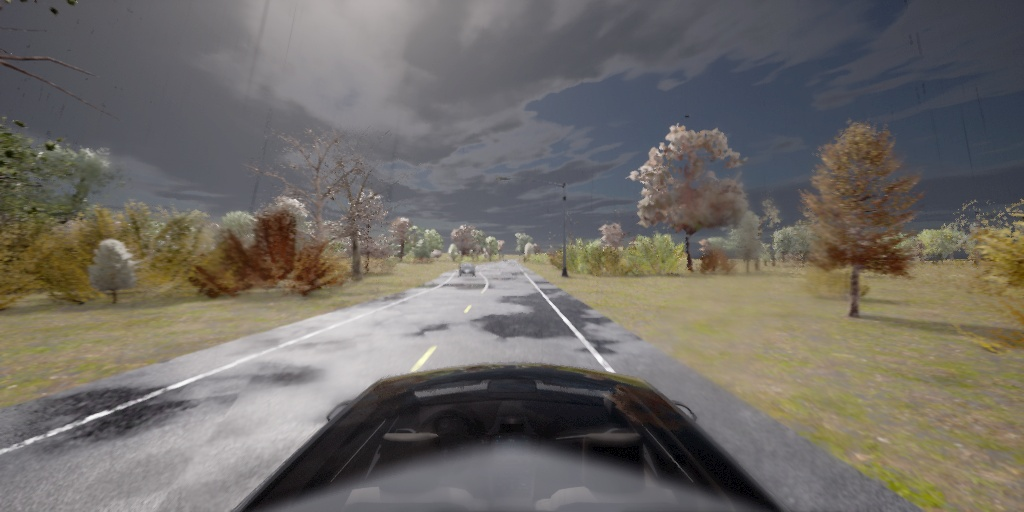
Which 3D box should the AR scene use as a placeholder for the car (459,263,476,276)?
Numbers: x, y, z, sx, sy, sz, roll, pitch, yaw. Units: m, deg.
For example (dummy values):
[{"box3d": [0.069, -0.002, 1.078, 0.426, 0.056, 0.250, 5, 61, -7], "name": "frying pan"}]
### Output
[{"box3d": [-5.243, 1.576, 42.138, 2.128, 1.511, 4.902, 0, -1, -7], "name": "car"}]
